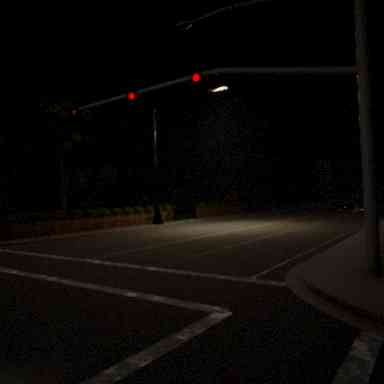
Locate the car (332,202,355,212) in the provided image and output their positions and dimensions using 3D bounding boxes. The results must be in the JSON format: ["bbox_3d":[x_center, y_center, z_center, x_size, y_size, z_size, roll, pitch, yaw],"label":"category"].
[{"bbox_3d":[19.022,1.838,41.646,1.895,1.301,4.718,-3,-2,37],"label":"car"}]
